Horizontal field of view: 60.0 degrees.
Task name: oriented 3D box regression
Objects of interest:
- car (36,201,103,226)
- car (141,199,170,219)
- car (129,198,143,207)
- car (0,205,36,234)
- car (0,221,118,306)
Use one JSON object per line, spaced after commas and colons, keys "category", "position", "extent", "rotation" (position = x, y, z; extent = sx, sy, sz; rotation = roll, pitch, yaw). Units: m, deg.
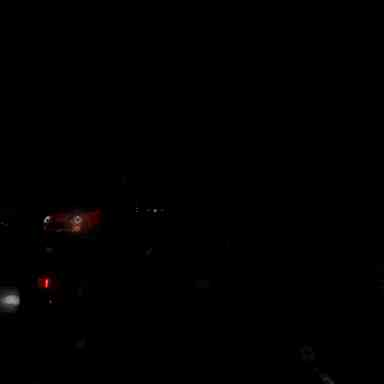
{"category": "car", "position": [-6.602, 1.414, 18.812], "extent": [2.097, 1.767, 4.553], "rotation": [0, 0, 0]}
{"category": "car", "position": [-3.153, 1.668, 30.997], "extent": [2.033, 1.411, 5.357], "rotation": [0, 0, 0]}
{"category": "car", "position": [-9.808, 1.779, 58.583], "extent": [2.128, 1.511, 4.902], "rotation": [0, 0, 1]}
{"category": "car", "position": [-9.852, 1.539, 18.517], "extent": [1.882, 1.535, 5.008], "rotation": [0, 0, 0]}
{"category": "car", "position": [-3.160, 1.624, 8.057], "extent": [1.895, 1.301, 4.718], "rotation": [0, 0, 0]}
